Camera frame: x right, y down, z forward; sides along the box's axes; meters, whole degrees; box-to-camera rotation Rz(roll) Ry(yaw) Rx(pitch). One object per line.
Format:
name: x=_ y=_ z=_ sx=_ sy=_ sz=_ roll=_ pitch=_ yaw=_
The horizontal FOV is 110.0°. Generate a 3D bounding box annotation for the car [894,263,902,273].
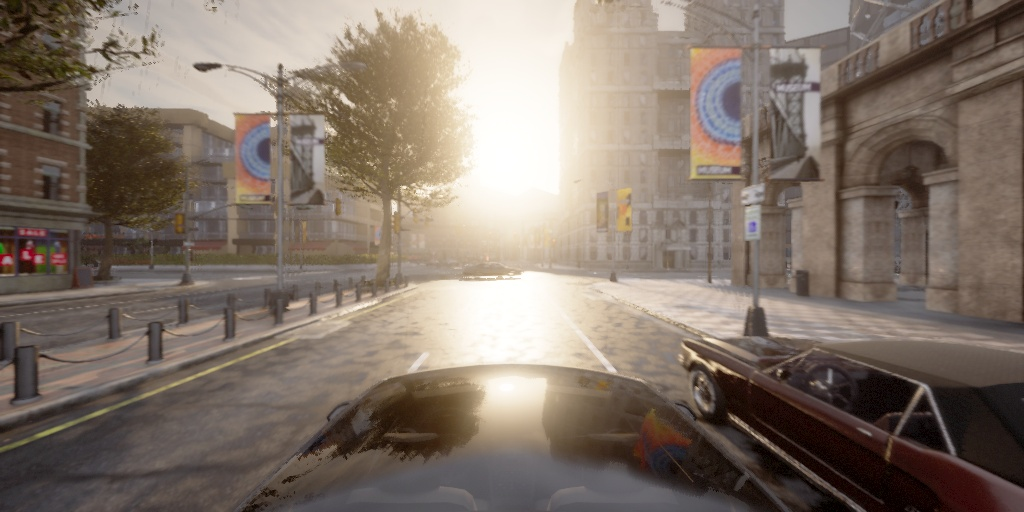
car: x=44.875 y=1.290 z=39.953 sx=5.357 sy=1.411 sz=2.033 roll=0 pitch=0 yaw=1

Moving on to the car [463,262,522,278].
car: x=-1.743 y=1.283 z=32.820 sx=5.357 sy=1.411 sz=2.033 roll=0 pitch=0 yaw=0
